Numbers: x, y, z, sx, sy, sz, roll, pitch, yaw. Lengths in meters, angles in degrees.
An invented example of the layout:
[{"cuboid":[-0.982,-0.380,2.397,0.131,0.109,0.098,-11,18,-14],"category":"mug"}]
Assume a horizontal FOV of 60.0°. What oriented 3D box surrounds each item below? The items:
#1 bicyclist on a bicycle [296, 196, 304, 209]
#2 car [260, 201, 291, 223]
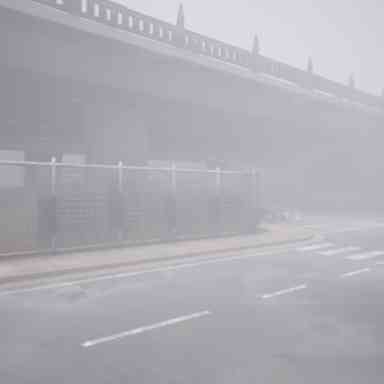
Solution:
[{"cuboid":[13.028,1.299,40.132,1.656,1.620,0.582,0,0,-36],"category":"bicyclist on a bicycle"},{"cuboid":[5.453,1.490,25.931,2.128,1.511,4.902,0,0,-36],"category":"car"}]
